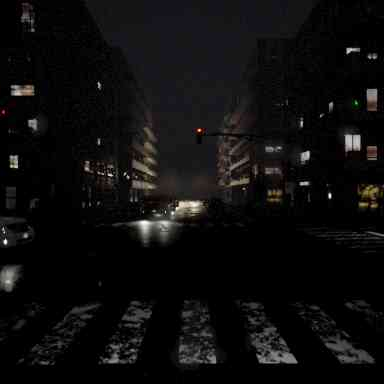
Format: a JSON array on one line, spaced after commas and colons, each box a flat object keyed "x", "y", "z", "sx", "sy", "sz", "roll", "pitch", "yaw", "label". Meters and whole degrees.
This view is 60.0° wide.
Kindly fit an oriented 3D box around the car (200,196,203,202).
[{"x": 2.734, "y": 1.598, "z": 54.957, "sx": 1.802, "sy": 1.307, "sz": 4.206, "roll": 0, "pitch": 0, "yaw": 0, "label": "car"}]

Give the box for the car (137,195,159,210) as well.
[{"x": -5.656, "y": 1.325, "z": 43.597, "sx": 2.192, "sy": 1.841, "sz": 5.009, "roll": 0, "pitch": 0, "yaw": 0, "label": "car"}]

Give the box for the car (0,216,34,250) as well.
[{"x": -9.055, "y": 1.366, "z": 12.572, "sx": 5.566, "sy": 2.045, "sz": 2.150, "roll": -1, "pitch": 0, "yaw": 0, "label": "car"}]

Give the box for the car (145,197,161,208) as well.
[{"x": -5.652, "y": 1.538, "z": 49.109, "sx": 1.752, "sy": 1.417, "sz": 4.829, "roll": 0, "pitch": 0, "yaw": 0, "label": "car"}]

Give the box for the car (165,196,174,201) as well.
[{"x": -5.625, "y": 1.589, "z": 83.373, "sx": 2.008, "sy": 1.369, "sz": 4.403, "roll": 0, "pitch": 0, "yaw": 0, "label": "car"}]

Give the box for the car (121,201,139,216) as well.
[{"x": -5.665, "y": 1.572, "z": 32.232, "sx": 1.947, "sy": 1.339, "sz": 4.313, "roll": 0, "pitch": 0, "yaw": 0, "label": "car"}]

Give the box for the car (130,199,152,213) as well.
[{"x": -5.660, "y": 1.533, "z": 37.745, "sx": 1.752, "sy": 1.417, "sz": 4.829, "roll": 0, "pitch": 0, "yaw": 0, "label": "car"}]

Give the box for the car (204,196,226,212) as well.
[{"x": 2.720, "y": 1.448, "z": 37.910, "sx": 1.967, "sy": 1.590, "sz": 4.097, "roll": 0, "pitch": 0, "yaw": 0, "label": "car"}]

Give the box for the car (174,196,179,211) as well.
[{"x": -3.065, "y": 1.361, "z": 40.117, "sx": 2.097, "sy": 1.767, "sz": 4.553, "roll": 0, "pitch": 0, "yaw": 0, "label": "car"}]

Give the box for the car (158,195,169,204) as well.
[{"x": -5.638, "y": 1.464, "z": 66.327, "sx": 1.967, "sy": 1.590, "sz": 4.097, "roll": 0, "pitch": 0, "yaw": 0, "label": "car"}]

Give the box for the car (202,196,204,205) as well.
[{"x": 2.724, "y": 1.451, "z": 43.592, "sx": 1.967, "sy": 1.590, "sz": 4.097, "roll": 0, "pitch": 0, "yaw": 0, "label": "car"}]

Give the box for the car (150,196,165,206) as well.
[{"x": -5.647, "y": 1.456, "z": 54.962, "sx": 1.967, "sy": 1.590, "sz": 4.097, "roll": 0, "pitch": 0, "yaw": 0, "label": "car"}]

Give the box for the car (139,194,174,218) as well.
[{"x": -3.094, "y": 1.227, "z": 30.205, "sx": 2.150, "sy": 2.045, "sz": 5.566, "roll": 0, "pitch": 0, "yaw": 1, "label": "car"}]

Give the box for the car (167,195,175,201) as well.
[{"x": -5.621, "y": 1.594, "z": 89.056, "sx": 2.008, "sy": 1.369, "sz": 4.403, "roll": 0, "pitch": 0, "yaw": 0, "label": "car"}]

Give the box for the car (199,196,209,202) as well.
[{"x": 2.751, "y": 1.584, "z": 77.687, "sx": 2.008, "sy": 1.369, "sz": 4.403, "roll": 0, "pitch": 0, "yaw": 0, "label": "car"}]

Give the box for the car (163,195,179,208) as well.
[{"x": -3.049, "y": 1.366, "z": 50.023, "sx": 2.097, "sy": 1.767, "sz": 4.553, "roll": 0, "pitch": 0, "yaw": 0, "label": "car"}]
